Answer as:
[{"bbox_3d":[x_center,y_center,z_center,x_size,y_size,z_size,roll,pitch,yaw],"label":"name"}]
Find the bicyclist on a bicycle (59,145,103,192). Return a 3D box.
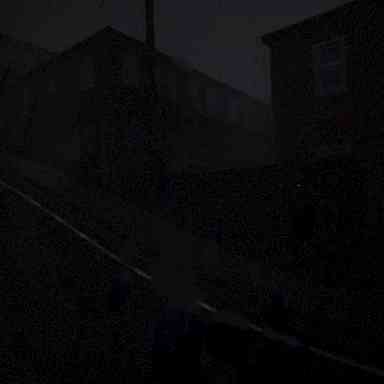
[{"bbox_3d":[-3.732,-0.781,11.529,0.582,1.620,1.656,19,9,41],"label":"bicyclist on a bicycle"}]
